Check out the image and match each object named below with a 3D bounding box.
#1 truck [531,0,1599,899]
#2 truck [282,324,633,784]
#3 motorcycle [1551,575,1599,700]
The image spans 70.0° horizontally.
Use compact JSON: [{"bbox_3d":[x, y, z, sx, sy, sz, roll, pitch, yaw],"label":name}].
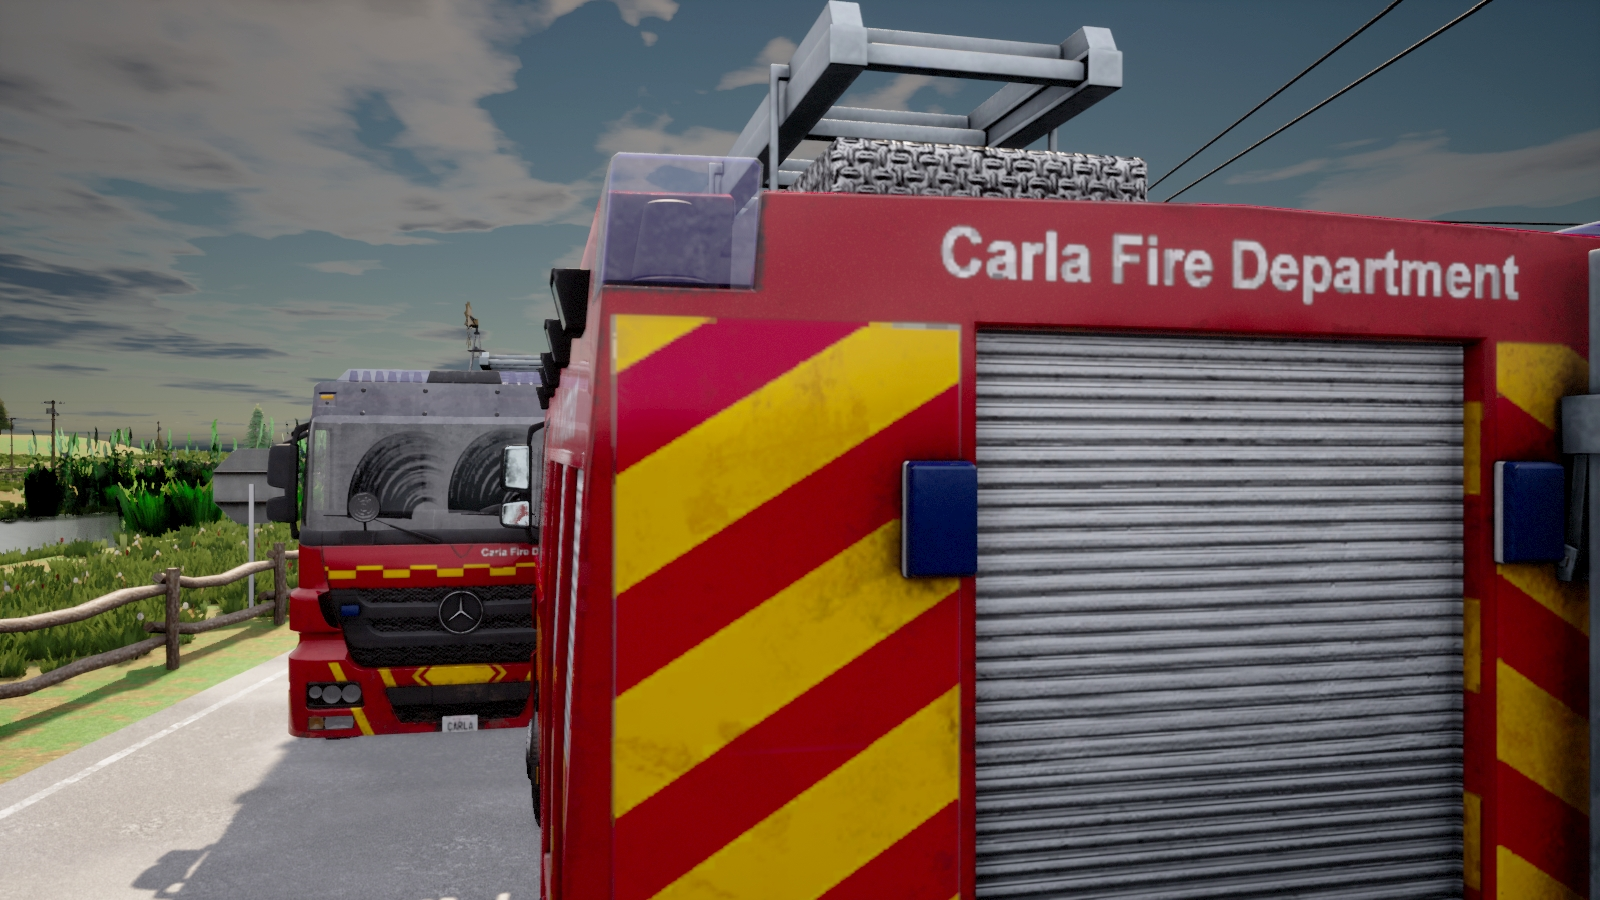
[{"bbox_3d":[-0.119,0.866,6.873,2.891,3.827,8.468,0,0,-13],"label":"truck"},{"bbox_3d":[-3.885,0.862,13.966,2.891,3.827,8.468,0,0,-13],"label":"truck"},{"bbox_3d":[9.813,2.142,13.178,1.805,1.316,0.856,0,0,-7],"label":"motorcycle"}]
